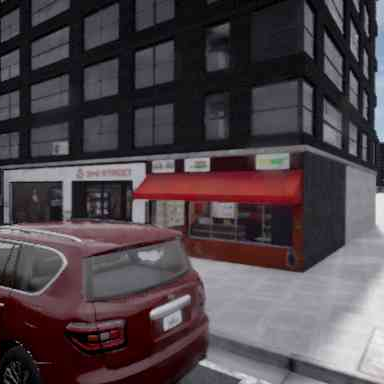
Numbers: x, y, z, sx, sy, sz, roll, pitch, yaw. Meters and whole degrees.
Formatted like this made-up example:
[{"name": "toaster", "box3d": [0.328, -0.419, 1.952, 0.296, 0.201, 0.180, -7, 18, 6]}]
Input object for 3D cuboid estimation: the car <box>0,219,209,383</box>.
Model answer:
[{"name": "car", "box3d": [-2.131, 1.314, 4.587, 5.009, 1.841, 2.192, 0, 1, 36]}]
